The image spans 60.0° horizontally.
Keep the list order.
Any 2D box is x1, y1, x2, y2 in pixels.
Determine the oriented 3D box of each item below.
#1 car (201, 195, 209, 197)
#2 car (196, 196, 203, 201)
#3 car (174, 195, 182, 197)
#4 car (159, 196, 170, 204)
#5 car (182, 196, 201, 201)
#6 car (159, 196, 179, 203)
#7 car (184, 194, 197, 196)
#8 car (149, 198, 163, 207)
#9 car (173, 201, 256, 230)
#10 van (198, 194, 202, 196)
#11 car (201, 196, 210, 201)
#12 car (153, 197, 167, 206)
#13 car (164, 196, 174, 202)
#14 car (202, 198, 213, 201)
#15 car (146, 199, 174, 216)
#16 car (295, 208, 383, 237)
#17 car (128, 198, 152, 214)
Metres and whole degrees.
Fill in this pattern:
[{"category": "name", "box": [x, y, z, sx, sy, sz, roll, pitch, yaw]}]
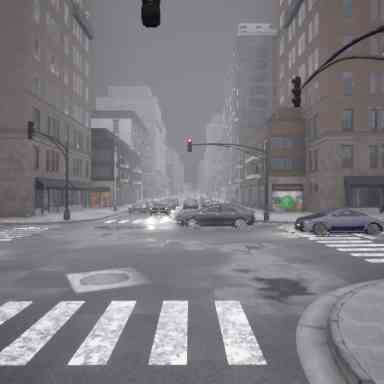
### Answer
[{"category": "car", "box": [2.390, 1.637, 52.669, 1.947, 1.339, 4.313, 0, 0, 0]}, {"category": "car", "box": [2.050, 1.698, 90.105, 1.812, 1.442, 4.674, 0, 0, 0]}, {"category": "car", "box": [-3.085, 1.636, 53.452, 1.994, 1.385, 4.181, 0, 0, 0]}, {"category": "car", "box": [-5.604, 1.552, 69.216, 1.967, 1.590, 4.097, 0, 0, 0]}, {"category": "car", "box": [-0.165, 1.621, 45.933, 1.994, 1.385, 4.181, 0, 0, 0]}, {"category": "car", "box": [-3.110, 1.617, 43.493, 1.994, 1.385, 4.181, 0, 0, 1]}, {"category": "car", "box": [-0.173, 1.677, 70.645, 1.994, 1.385, 4.181, 0, 0, 0]}, {"category": "car", "box": [-5.635, 1.653, 52.684, 1.802, 1.307, 4.206, 0, 0, 0]}, {"category": "car", "box": [1.467, 1.523, 20.608, 4.892, 1.490, 1.837, 1, 0, 0]}, {"category": "van", "box": [2.400, 1.424, 58.180, 1.690, 1.788, 3.998, 0, 0, 0]}, {"category": "car", "box": [2.380, 1.641, 47.159, 1.802, 1.307, 4.206, 0, 0, 0]}, {"category": "car", "box": [-5.625, 1.634, 58.195, 2.008, 1.369, 4.403, 0, 0, 0]}, {"category": "car", "box": [-5.584, 1.694, 80.237, 2.008, 1.369, 4.403, 0, 0, 0]}, {"category": "car", "box": [2.359, 1.606, 36.136, 1.947, 1.339, 4.313, 0, 0, 0]}, {"category": "car", "box": [-3.133, 1.637, 33.515, 1.895, 1.301, 4.718, 0, 0, 0]}, {"category": "car", "box": [7.575, 1.532, 17.380, 4.181, 1.385, 1.994, 0, 0, 0]}, {"category": "car", "box": [-5.665, 1.480, 36.152, 1.967, 1.590, 4.097, 0, 0, 0]}]
